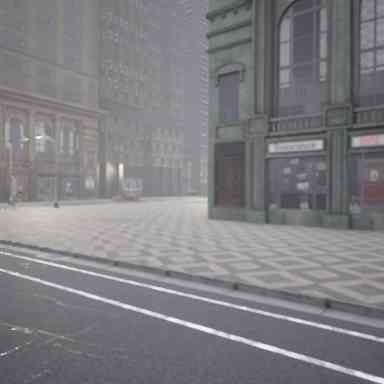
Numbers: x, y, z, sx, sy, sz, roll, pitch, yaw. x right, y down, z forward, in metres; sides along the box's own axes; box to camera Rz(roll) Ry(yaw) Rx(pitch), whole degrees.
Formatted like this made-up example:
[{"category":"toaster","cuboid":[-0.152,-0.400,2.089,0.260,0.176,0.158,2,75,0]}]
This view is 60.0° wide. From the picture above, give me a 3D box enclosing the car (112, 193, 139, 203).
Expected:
[{"category":"car","cuboid":[-10.069,0.822,50.613,1.812,1.442,4.674,1,1,36]}]
